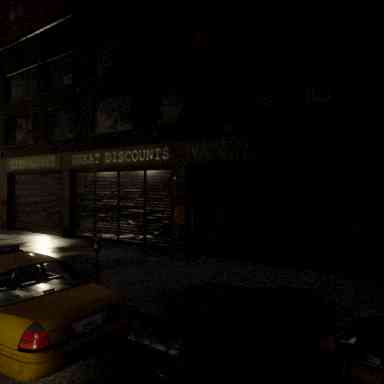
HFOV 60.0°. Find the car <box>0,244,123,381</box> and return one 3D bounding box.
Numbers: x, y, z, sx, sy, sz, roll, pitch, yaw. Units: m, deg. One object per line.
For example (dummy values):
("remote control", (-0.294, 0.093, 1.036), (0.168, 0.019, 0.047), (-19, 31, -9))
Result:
("car", (-3.091, 1.524, 5.298), (4.829, 1.417, 1.752), (0, 1, 36))

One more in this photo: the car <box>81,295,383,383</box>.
("car", (1.592, 1.551, 1.951), (4.403, 1.369, 2.008), (0, 1, 36))
